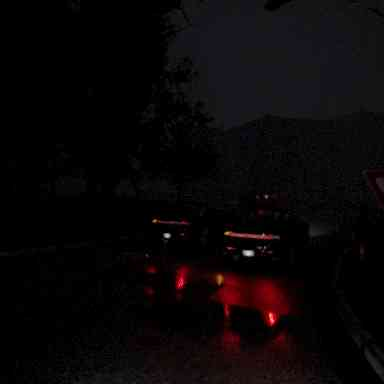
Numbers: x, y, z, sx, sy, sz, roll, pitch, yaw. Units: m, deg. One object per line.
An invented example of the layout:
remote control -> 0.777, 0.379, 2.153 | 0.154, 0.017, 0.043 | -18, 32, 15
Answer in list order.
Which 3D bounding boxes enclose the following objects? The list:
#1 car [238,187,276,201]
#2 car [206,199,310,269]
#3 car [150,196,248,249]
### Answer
car -> 5.961, 0.349, 31.071 | 2.097, 1.767, 4.553 | 0, 3, -14
car -> 2.489, 1.236, 10.443 | 2.128, 1.511, 4.902 | 1, 2, 27
car -> 0.297, 1.140, 13.063 | 2.128, 1.511, 4.902 | 1, 2, 28
